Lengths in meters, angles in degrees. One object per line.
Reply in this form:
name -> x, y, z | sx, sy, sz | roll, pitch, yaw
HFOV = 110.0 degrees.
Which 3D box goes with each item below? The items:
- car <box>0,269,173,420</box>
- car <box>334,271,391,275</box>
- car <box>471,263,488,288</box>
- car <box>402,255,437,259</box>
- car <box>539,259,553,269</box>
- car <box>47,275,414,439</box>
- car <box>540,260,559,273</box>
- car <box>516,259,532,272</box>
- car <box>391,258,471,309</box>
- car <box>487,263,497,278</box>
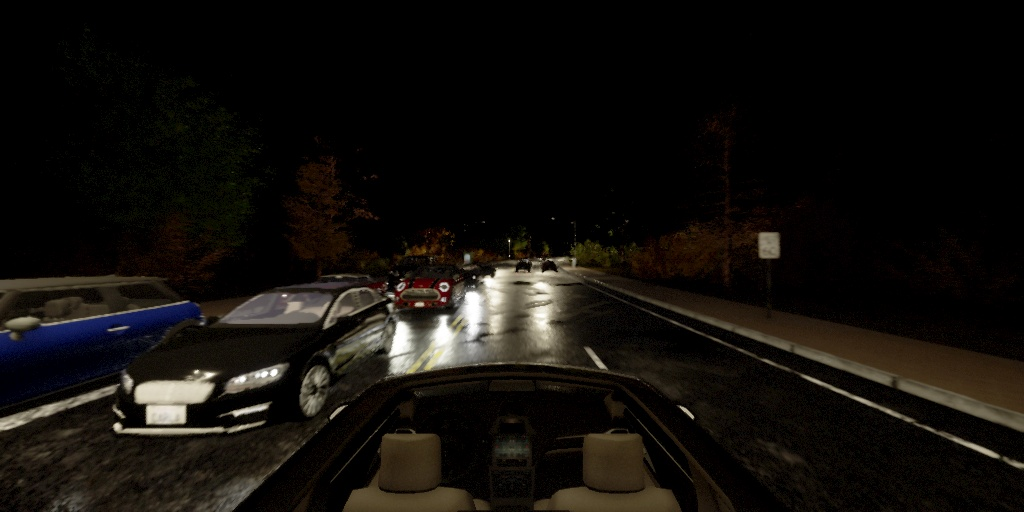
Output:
car -> -6.565, 1.092, 4.546 | 2.097, 1.767, 4.553 | 0, 0, 0
car -> -6.467, 1.350, 13.527 | 1.895, 1.301, 4.718 | 0, 0, 1
car -> -2.923, 1.362, 23.805 | 1.895, 1.301, 4.718 | 0, 0, 2
car -> -6.185, 0.977, 23.470 | 2.150, 2.045, 5.566 | 0, 0, 2
car -> 5.450, 1.290, 57.612 | 2.033, 1.411, 5.357 | 0, 0, 5
car -> -3.328, 1.240, 5.836 | 2.128, 1.511, 4.902 | 0, 0, -2
car -> 4.552, 1.288, 43.820 | 1.812, 1.442, 4.674 | 0, 0, 4
car -> 1.496, 1.243, 46.774 | 2.128, 1.511, 4.902 | 0, 0, 4
car -> -3.190, 1.109, 14.828 | 2.097, 1.767, 4.553 | 0, 0, 1
car -> -2.546, 1.324, 33.629 | 1.994, 1.385, 4.181 | 0, 0, 2
